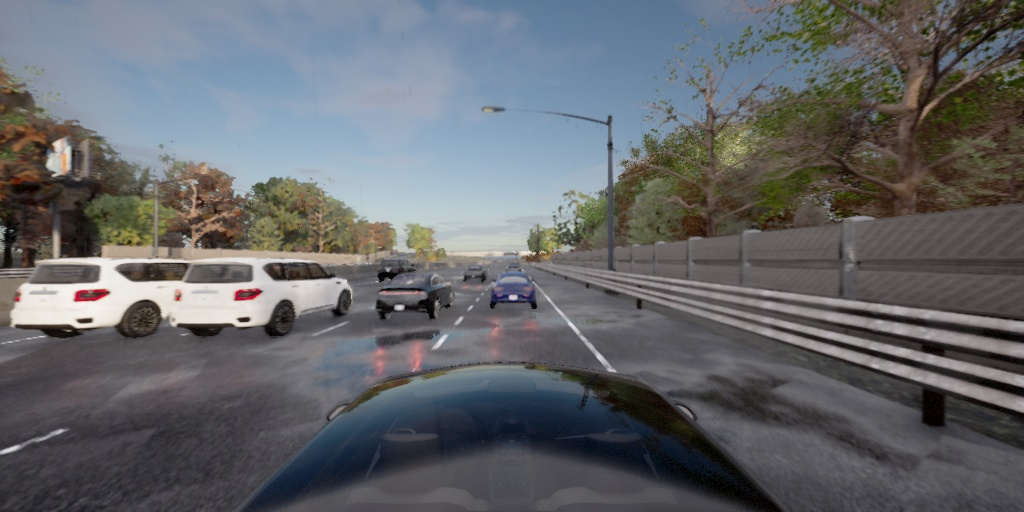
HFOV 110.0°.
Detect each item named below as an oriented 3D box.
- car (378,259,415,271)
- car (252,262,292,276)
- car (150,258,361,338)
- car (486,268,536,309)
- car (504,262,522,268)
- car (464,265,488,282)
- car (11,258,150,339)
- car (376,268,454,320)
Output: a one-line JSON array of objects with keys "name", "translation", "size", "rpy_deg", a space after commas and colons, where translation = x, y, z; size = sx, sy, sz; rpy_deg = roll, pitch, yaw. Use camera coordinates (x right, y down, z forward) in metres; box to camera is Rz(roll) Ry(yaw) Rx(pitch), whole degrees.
[{"name": "car", "translation": [-10.278, 1.288, 32.438], "size": [2.150, 2.045, 5.566], "rpy_deg": [0, -1, 0]}, {"name": "car", "translation": [-31.370, 1.621, 46.995], "size": [2.097, 1.767, 4.553], "rpy_deg": [0, -1, 1]}, {"name": "car", "translation": [-6.866, 1.072, 10.721], "size": [2.150, 2.045, 5.566], "rpy_deg": [0, -1, 0]}, {"name": "car", "translation": [0.056, 1.407, 15.718], "size": [1.812, 1.442, 4.674], "rpy_deg": [0, -1, 0]}, {"name": "car", "translation": [0.159, 1.628, 41.685], "size": [2.128, 1.511, 4.902], "rpy_deg": [0, -1, 0]}, {"name": "car", "translation": [-3.276, 1.546, 32.974], "size": [2.128, 1.511, 4.902], "rpy_deg": [0, -1, 0]}, {"name": "car", "translation": [-10.367, 1.080, 10.626], "size": [2.150, 2.045, 5.566], "rpy_deg": [0, -1, 0]}, {"name": "car", "translation": [-3.352, 1.357, 13.136], "size": [2.128, 1.511, 4.902], "rpy_deg": [0, -1, 0]}]
